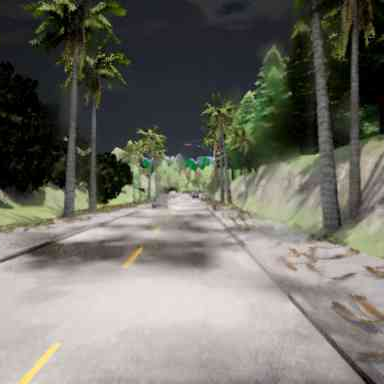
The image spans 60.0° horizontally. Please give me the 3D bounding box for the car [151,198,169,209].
[{"bbox_3d":[-4.087,1.526,43.439,1.994,1.385,4.181,0,0,0],"label":"car"}]
